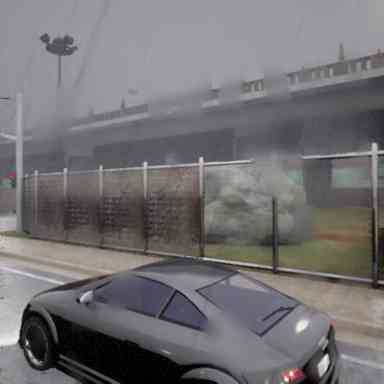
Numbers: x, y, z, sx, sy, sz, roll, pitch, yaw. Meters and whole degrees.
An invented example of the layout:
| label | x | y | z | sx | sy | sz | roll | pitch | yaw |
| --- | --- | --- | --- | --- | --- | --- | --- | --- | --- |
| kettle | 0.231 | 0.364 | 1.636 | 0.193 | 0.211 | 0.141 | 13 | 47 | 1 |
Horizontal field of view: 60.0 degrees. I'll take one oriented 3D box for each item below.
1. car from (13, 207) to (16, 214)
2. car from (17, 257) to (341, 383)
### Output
| label | x | y | z | sx | sy | sz | roll | pitch | yaw |
| --- | --- | --- | --- | --- | --- | --- | --- | --- | --- |
| car | -15.107 | 1.493 | 33.931 | 2.150 | 2.045 | 5.566 | 0 | 0 | 36 |
| car | -0.395 | 1.582 | 4.276 | 4.181 | 1.385 | 1.994 | 0 | 0 | 36 |
